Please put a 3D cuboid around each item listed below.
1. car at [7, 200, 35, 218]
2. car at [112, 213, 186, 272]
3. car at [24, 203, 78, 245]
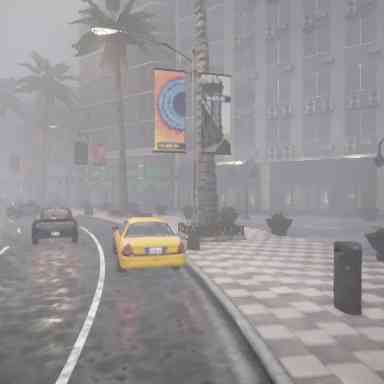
[{"bbox_3d":[-15.227,1.483,29.960,2.128,1.511,4.902,0,0,-41],"label":"car"},{"bbox_3d":[-1.584,1.456,10.823,1.801,1.575,5.366,0,0,-15],"label":"car"},{"bbox_3d":[-6.483,1.491,15.803,2.128,1.511,4.902,0,0,-22],"label":"car"}]
